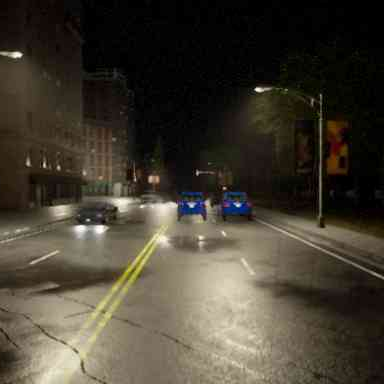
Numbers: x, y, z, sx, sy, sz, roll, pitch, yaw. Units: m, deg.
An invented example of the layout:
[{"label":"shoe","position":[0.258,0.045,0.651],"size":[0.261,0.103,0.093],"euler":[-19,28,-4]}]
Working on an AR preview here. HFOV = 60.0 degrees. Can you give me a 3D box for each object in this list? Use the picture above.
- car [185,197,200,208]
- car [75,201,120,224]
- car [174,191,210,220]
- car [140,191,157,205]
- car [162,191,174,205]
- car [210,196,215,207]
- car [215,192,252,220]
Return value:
[{"label":"car","position":[0.065,1.287,42.886],"size":[1.895,1.301,4.718],"euler":[0,0,0]},{"label":"car","position":[-6.535,1.378,23.648],"size":[2.033,1.411,5.357],"euler":[0,0,0]},{"label":"car","position":[0.021,1.036,25.789],"size":[2.150,2.045,5.566],"euler":[0,1,1]},{"label":"car","position":[-6.596,0.843,51.034],"size":[2.150,2.045,5.566],"euler":[0,0,0]},{"label":"car","position":[-3.346,0.844,51.035],"size":[2.150,2.045,5.566],"euler":[0,0,0]},{"label":"car","position":[3.314,1.190,43.153],"size":[1.837,1.490,4.892],"euler":[0,1,0]},{"label":"car","position":[3.278,1.036,26.169],"size":[2.150,2.045,5.566],"euler":[0,1,0]}]
